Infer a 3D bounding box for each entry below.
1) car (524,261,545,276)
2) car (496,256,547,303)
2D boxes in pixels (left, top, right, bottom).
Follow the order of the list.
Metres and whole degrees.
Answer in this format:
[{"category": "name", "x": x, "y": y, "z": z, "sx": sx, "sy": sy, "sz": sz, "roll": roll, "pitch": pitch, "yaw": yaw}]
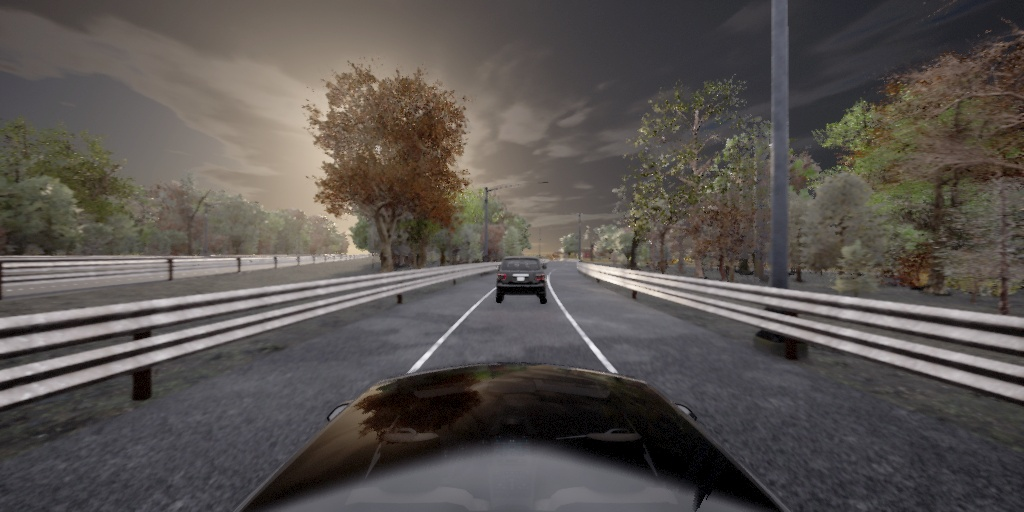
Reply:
[{"category": "car", "x": 2.652, "y": 1.389, "z": 41.429, "sx": 2.128, "sy": 1.511, "sz": 4.902, "roll": 0, "pitch": 0, "yaw": 7}, {"category": "car", "x": 0.488, "y": 1.024, "z": 17.271, "sx": 2.150, "sy": 2.045, "sz": 5.566, "roll": 0, "pitch": 0, "yaw": 3}]
